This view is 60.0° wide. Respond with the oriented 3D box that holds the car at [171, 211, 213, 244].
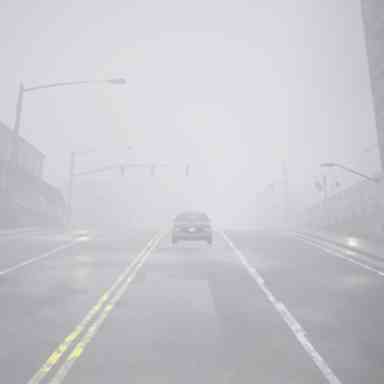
[{"bbox_3d":[-0.005,1.610,15.941,2.033,1.411,5.357,0,-1,0],"label":"car"}]
